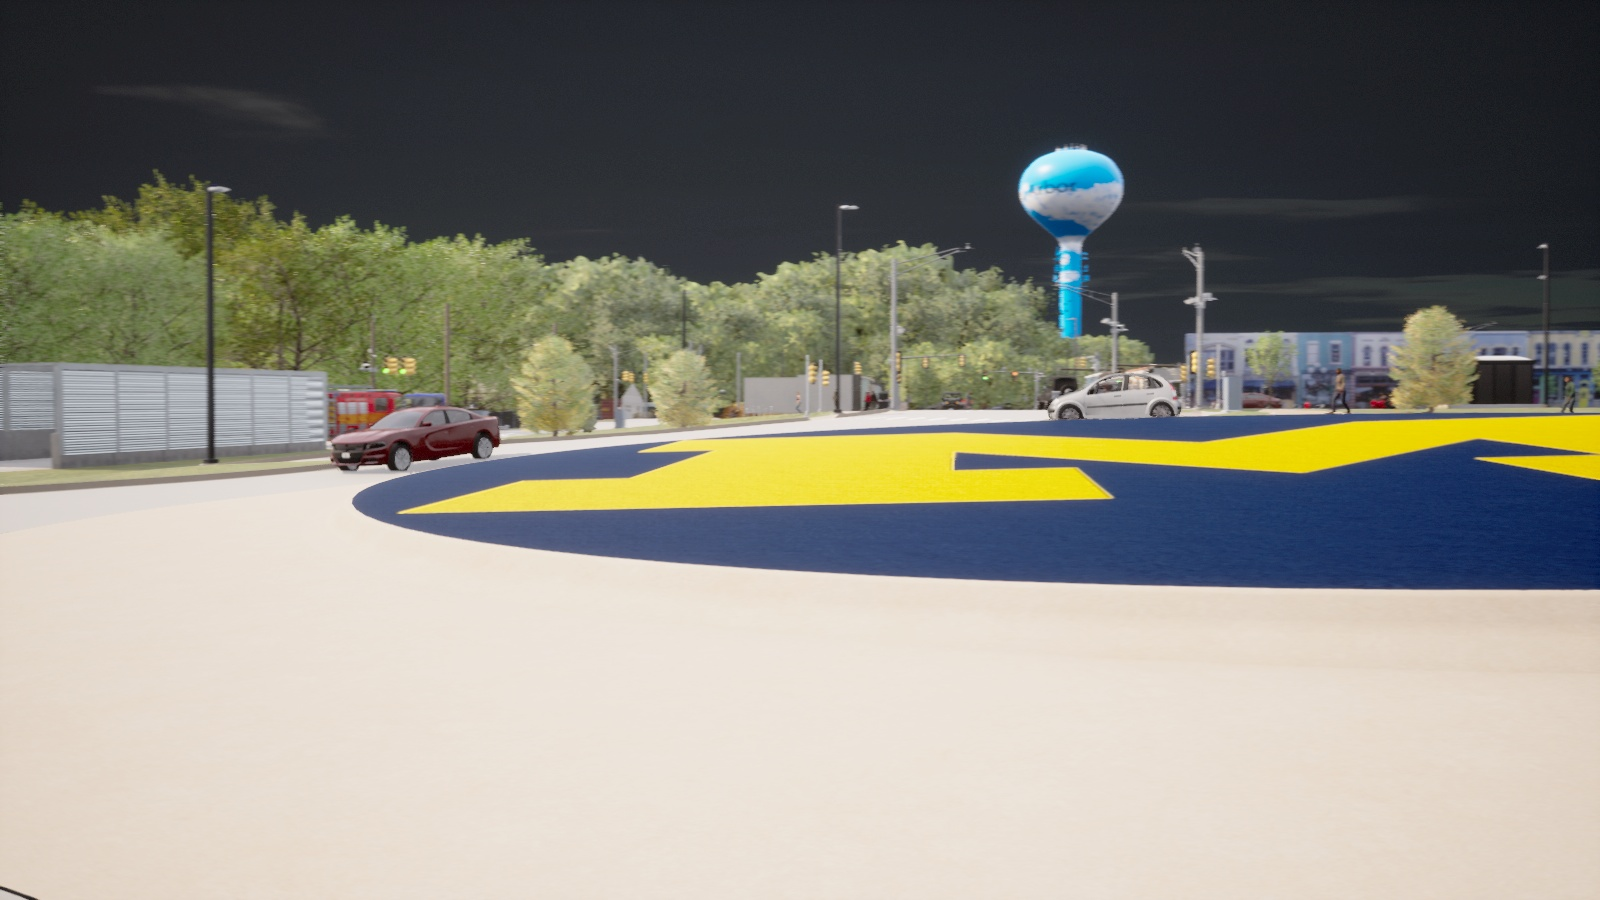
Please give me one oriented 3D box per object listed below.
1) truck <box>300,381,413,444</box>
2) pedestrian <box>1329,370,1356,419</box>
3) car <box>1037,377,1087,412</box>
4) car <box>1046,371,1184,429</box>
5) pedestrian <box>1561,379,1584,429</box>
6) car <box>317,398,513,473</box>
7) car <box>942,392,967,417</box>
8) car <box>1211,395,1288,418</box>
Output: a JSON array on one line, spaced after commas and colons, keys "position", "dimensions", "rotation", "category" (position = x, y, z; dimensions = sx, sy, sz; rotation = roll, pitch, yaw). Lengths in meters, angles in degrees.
[{"position": [-28.546, -2.476, 81.333], "dimensions": [2.891, 3.827, 8.468], "rotation": [1, 3, 12], "category": "truck"}, {"position": [20.101, -2.056, 46.539], "dimensions": [0.869, 1.805, 0.328], "rotation": [0, 1, -10], "category": "pedestrian"}, {"position": [14.633, -3.058, 70.289], "dimensions": [1.905, 1.878, 3.866], "rotation": [0, 2, -1], "category": "car"}, {"position": [9.680, -1.495, 38.638], "dimensions": [3.988, 1.617, 1.851], "rotation": [-1, 1, 15], "category": "car"}, {"position": [28.908, -1.722, 46.983], "dimensions": [0.614, 1.847, 0.353], "rotation": [0, 1, -1], "category": "pedestrian"}, {"position": [-9.847, -0.439, 32.622], "dimensions": [1.882, 1.535, 5.008], "rotation": [0, 5, 26], "category": "car"}, {"position": [12.095, -3.561, 98.266], "dimensions": [1.905, 1.878, 3.866], "rotation": [1, 1, 7], "category": "car"}, {"position": [30.743, -2.958, 85.955], "dimensions": [4.674, 1.442, 1.812], "rotation": [1, 1, 6], "category": "car"}]
